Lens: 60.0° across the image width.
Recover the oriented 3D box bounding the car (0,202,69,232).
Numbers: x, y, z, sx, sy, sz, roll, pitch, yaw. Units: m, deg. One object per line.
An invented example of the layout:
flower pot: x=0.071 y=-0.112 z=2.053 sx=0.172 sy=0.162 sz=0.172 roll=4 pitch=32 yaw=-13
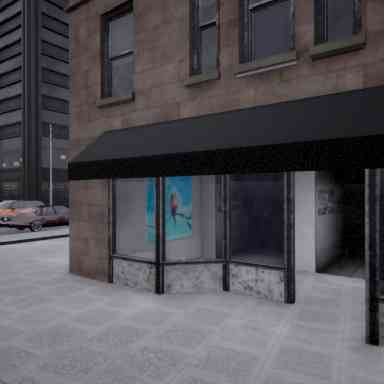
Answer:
car: x=-8.427 y=1.491 z=19.754 sx=2.033 sy=1.411 sz=5.357 roll=0 pitch=0 yaw=35

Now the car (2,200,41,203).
car: x=-11.345 y=1.311 z=21.002 sx=2.097 sy=1.767 sz=4.553 roll=0 pitch=0 yaw=35
